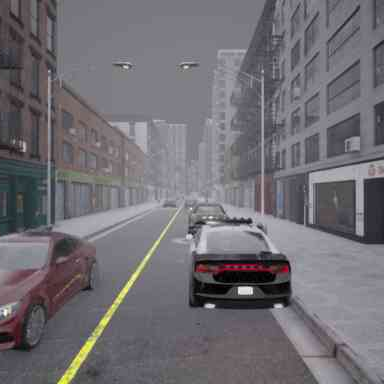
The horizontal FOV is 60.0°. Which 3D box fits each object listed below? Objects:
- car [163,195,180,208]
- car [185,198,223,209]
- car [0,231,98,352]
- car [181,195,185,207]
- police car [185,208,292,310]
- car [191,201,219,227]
[{"bbox_3d":[-3.255,1.617,49.288,2.033,1.411,5.357,0,0,0],"label":"car"},{"bbox_3d":[0.843,1.362,17.942,2.097,1.767,4.553,0,0,0],"label":"car"},{"bbox_3d":[-3.132,1.528,6.309,1.812,1.442,4.674,0,0,0],"label":"car"},{"bbox_3d":[-0.112,1.556,46.874,2.128,1.511,4.902,0,0,0],"label":"car"},{"bbox_3d":[0.876,1.429,8.081,1.930,1.638,5.238,0,0,0],"label":"police car"},{"bbox_3d":[0.824,1.475,24.162,1.801,1.575,5.366,0,0,0],"label":"car"}]
